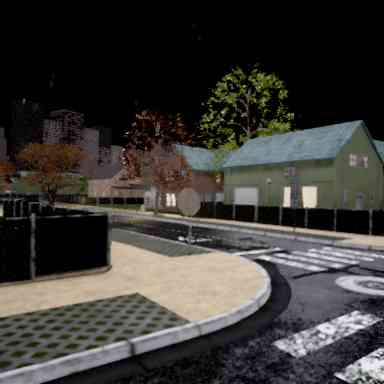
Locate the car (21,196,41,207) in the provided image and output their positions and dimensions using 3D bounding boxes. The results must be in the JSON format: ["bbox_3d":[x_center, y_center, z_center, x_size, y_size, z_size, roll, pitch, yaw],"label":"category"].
[{"bbox_3d":[-21.742,1.365,44.860,1.837,1.490,4.892,2,-1,-37],"label":"car"}]
